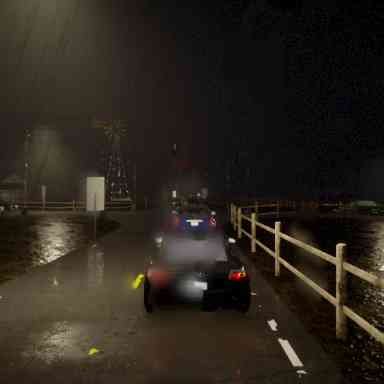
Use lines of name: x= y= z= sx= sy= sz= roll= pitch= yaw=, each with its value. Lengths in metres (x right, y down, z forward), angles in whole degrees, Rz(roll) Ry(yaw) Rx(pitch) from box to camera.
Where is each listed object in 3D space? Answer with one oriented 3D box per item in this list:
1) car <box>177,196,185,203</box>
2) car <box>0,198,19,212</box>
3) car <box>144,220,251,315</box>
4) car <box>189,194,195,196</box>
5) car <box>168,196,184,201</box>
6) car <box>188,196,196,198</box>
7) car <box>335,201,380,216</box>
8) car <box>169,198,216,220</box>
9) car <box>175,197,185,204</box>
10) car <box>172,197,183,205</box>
car: x=-2.700 y=1.883 z=85.280 sx=1.882 sy=1.535 sz=5.008 roll=0 pitch=0 yaw=0
car: x=-20.292 y=1.292 z=34.000 sx=4.892 sy=1.490 sz=1.837 roll=1 pitch=-2 yaw=0
car: x=0.101 y=1.573 z=7.678 sx=1.994 sy=1.385 sz=4.181 roll=0 pitch=0 yaw=0
car: x=0.118 y=1.651 z=71.438 sx=2.097 sy=1.767 sz=4.553 roll=0 pitch=0 yaw=0
car: x=-2.813 y=1.681 z=55.396 sx=2.128 sy=1.511 sz=4.902 roll=0 pitch=0 yaw=0
car: x=0.907 y=1.662 z=45.831 sx=1.812 sy=1.442 sz=4.674 roll=-1 pitch=0 yaw=-22
car: x=18.620 y=1.766 z=37.608 sx=4.553 sy=1.767 sz=2.097 roll=1 pitch=-2 yaw=0
car: x=0.104 y=1.380 z=16.321 sx=2.097 sy=1.767 sz=4.553 roll=0 pitch=0 yaw=0
car: x=-2.709 y=1.879 z=75.151 sx=1.994 sy=1.385 sz=4.181 roll=0 pitch=0 yaw=0
car: x=-2.757 y=1.731 z=65.200 sx=1.882 sy=1.535 sz=5.008 roll=0 pitch=0 yaw=1
